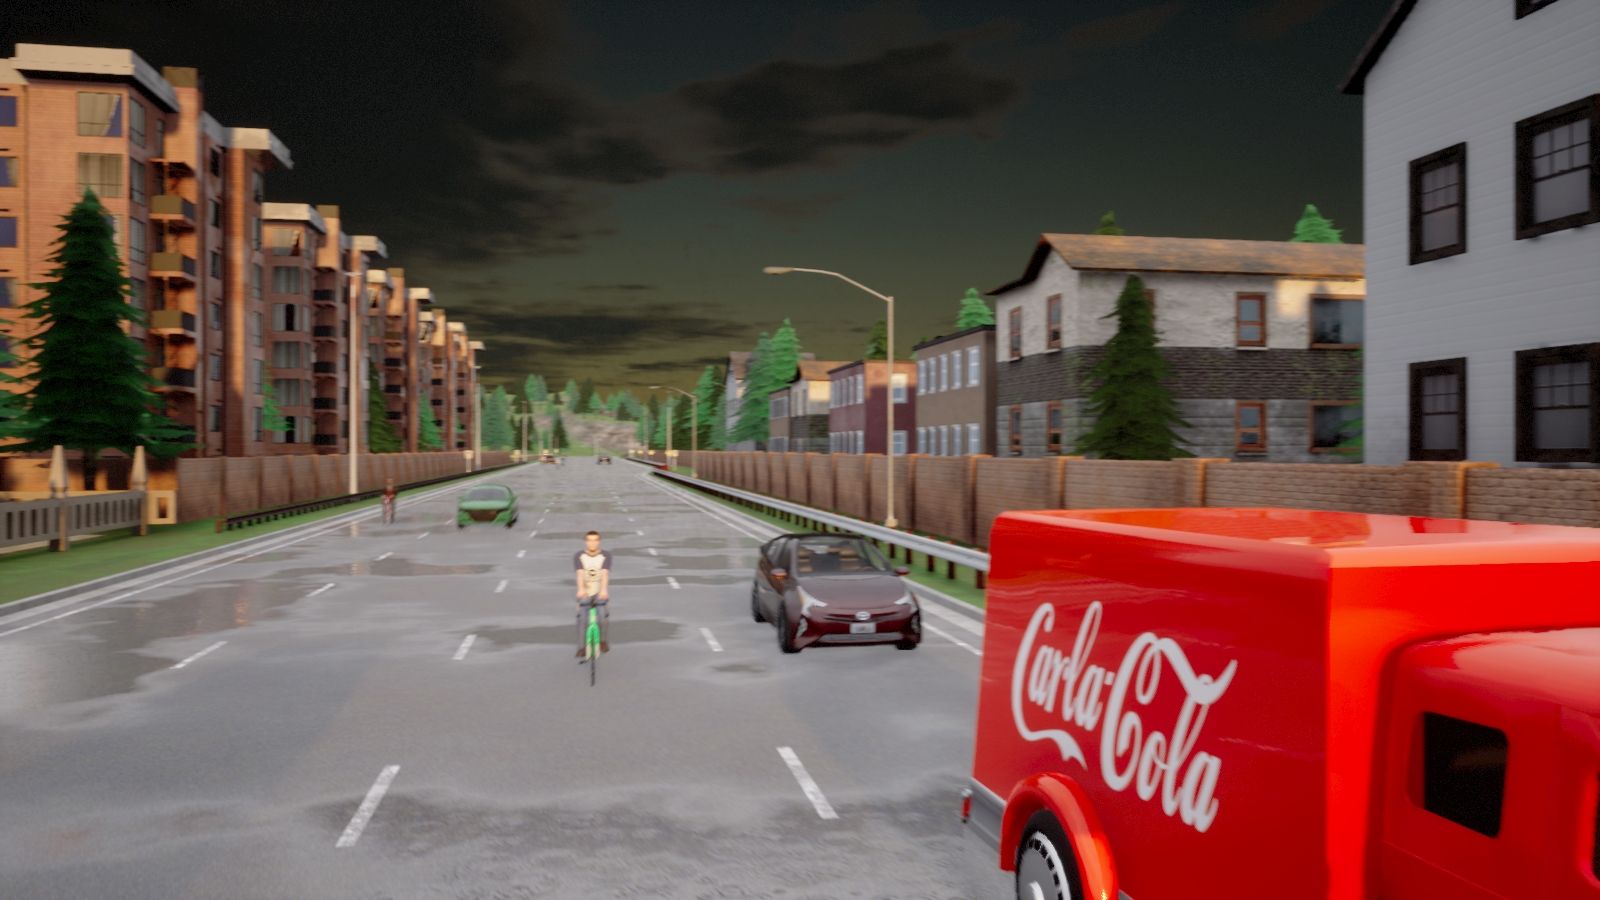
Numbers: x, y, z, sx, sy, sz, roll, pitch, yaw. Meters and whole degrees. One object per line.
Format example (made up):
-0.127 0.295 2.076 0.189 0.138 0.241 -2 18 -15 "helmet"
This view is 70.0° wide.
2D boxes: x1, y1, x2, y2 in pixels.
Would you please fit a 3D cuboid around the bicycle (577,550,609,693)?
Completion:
-2.540 2.048 14.008 0.373 1.496 1.643 0 0 -10 "bicycle"

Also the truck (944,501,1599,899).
2.703 1.566 4.957 2.627 2.467 5.204 0 0 -11 "truck"

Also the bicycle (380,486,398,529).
-14.791 2.045 41.109 0.329 1.471 1.835 0 0 -11 "bicycle"

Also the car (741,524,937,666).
0.406 2.027 17.171 2.007 1.525 4.514 0 0 -11 "car"

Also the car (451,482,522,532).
-11.328 2.016 41.605 2.097 1.535 5.006 0 0 -11 "car"
